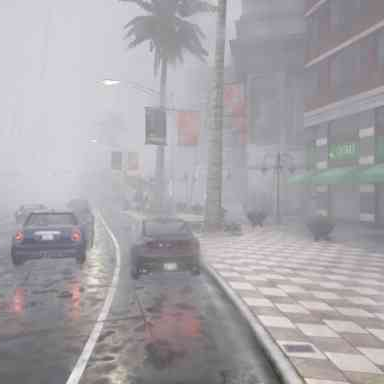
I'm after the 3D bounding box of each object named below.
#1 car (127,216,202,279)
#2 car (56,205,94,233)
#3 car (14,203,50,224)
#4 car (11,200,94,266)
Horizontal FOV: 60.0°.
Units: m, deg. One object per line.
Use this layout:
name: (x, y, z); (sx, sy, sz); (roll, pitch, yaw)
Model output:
car: (-0.964, 1.503, 10.195); (1.837, 1.490, 4.892); (0, 0, -11)
car: (-7.065, 1.557, 20.501); (1.994, 1.385, 4.181); (0, 0, -16)
car: (-12.439, 1.588, 26.086); (1.895, 1.301, 4.718); (0, 0, -18)
car: (-4.703, 1.348, 11.850); (2.097, 1.767, 4.553); (0, 0, -12)
